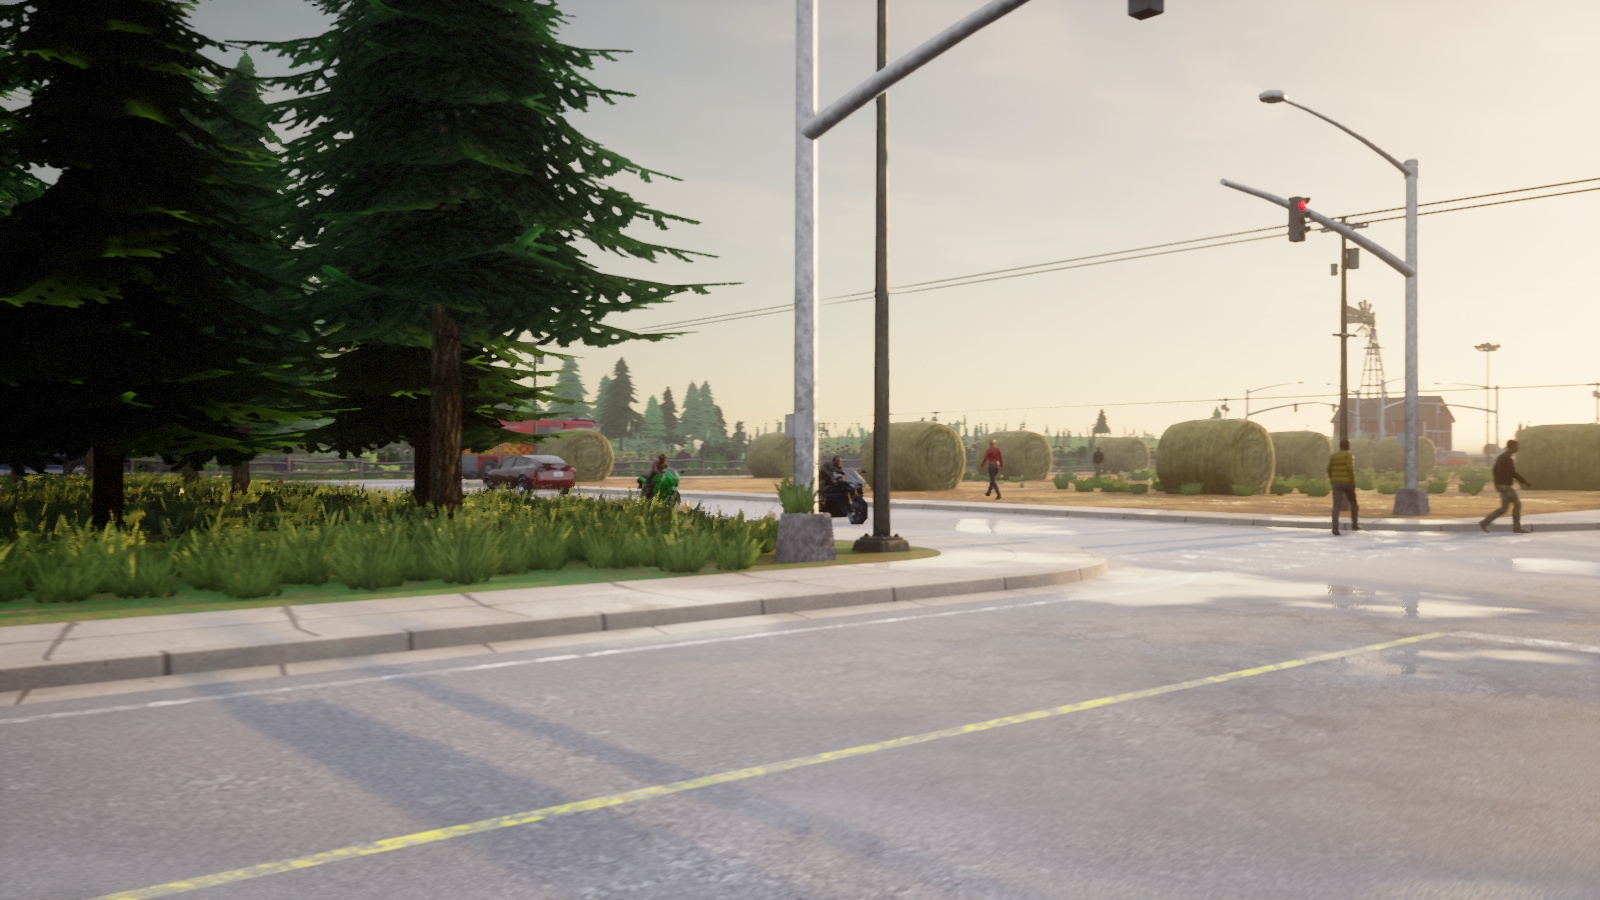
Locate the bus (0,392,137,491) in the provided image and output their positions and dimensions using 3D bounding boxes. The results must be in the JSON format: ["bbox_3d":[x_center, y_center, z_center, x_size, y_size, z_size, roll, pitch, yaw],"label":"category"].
[{"bbox_3d":[-35.478,-0.359,55.736,10.273,4.253,3.944,0,0,-36],"label":"bus"}]

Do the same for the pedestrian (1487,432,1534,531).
[{"bbox_3d":[13.308,0.580,23.534,0.703,1.840,0.431,0,0,19],"label":"pedestrian"}]

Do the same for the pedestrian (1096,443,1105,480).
[{"bbox_3d":[15.177,0.565,63.512,0.431,1.840,0.703,0,0,12],"label":"pedestrian"}]

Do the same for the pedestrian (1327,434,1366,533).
[{"bbox_3d":[10.262,0.616,23.568,0.726,1.835,0.370,0,0,-39],"label":"pedestrian"}]

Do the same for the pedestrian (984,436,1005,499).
[{"bbox_3d":[5.713,0.514,36.944,0.331,1.846,0.636,0,0,-21],"label":"pedestrian"}]

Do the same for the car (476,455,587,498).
[{"bbox_3d":[-10.120,0.954,47.119,2.163,1.488,4.792,0,0,-38],"label":"car"}]

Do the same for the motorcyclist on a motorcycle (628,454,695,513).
[{"bbox_3d":[-3.700,0.874,33.354,0.797,1.523,2.044,0,0,-38],"label":"motorcyclist on a motorcycle"}]

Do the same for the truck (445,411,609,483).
[{"bbox_3d":[-15.186,-0.155,70.228,8.468,3.827,2.891,0,0,-36],"label":"truck"}]

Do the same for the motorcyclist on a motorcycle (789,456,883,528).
[{"bbox_3d":[0.767,0.896,27.703,0.866,1.530,2.191,0,0,-38],"label":"motorcyclist on a motorcycle"}]
